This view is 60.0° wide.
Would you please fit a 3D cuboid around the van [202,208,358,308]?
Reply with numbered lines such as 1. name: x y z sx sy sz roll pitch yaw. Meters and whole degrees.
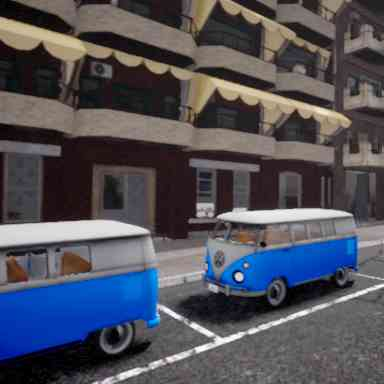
1. van: 2.124 1.309 7.593 3.998 1.788 1.690 0 2 -36

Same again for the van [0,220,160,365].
1. van: -2.375 1.338 4.375 3.998 1.788 1.690 0 2 -36
